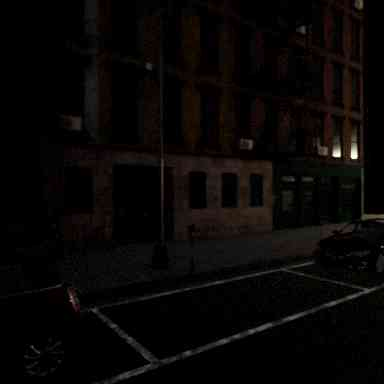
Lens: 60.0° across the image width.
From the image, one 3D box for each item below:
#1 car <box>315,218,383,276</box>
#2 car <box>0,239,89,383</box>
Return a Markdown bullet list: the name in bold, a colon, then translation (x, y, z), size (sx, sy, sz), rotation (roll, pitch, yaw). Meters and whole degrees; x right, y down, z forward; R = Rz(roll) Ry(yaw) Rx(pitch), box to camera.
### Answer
- **car**: translation (5.547, 1.508, 10.130), size (4.403, 1.369, 2.008), rotation (0, 0, -35)
- **car**: translation (-3.433, 1.443, 3.739), size (4.097, 1.590, 1.967), rotation (0, 0, -35)
